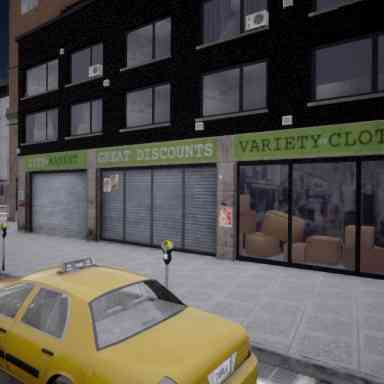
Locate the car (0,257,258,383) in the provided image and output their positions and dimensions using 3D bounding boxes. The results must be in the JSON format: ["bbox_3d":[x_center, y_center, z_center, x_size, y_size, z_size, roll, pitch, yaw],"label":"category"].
[{"bbox_3d":[-1.615,1.524,4.240,4.829,1.417,1.752,0,1,35],"label":"car"}]
